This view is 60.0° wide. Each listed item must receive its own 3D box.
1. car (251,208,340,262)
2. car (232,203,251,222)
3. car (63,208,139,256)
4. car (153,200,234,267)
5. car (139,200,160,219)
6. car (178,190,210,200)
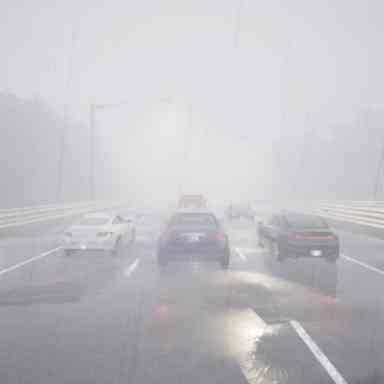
[{"bbox_3d":[3.566,1.475,11.921,1.837,1.490,4.892,0,0,0],"label":"car"},{"bbox_3d":[3.554,1.514,25.493,1.895,1.301,4.718,0,0,0],"label":"car"},{"bbox_3d":[-3.427,1.491,12.838,1.812,1.442,4.674,0,0,0],"label":"car"},{"bbox_3d":[0.062,1.322,11.398,2.097,1.767,4.553,0,0,0],"label":"car"},{"bbox_3d":[-3.432,1.421,27.956,1.812,1.442,4.674,0,0,0],"label":"car"},{"bbox_3d":[0.057,1.135,25.888,2.150,2.045,5.566,0,1,0],"label":"car"}]
